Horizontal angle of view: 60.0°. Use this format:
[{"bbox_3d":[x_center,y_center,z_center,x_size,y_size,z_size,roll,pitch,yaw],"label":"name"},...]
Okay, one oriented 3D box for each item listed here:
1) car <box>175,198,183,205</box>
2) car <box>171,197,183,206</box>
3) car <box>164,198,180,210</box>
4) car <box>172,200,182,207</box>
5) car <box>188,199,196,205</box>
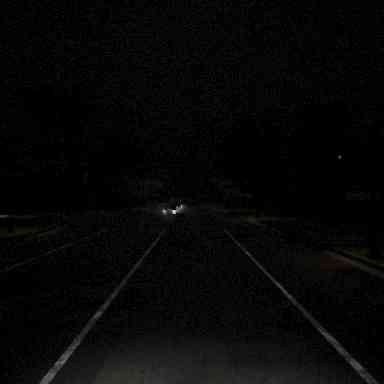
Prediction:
[{"bbox_3d":[-3.491,2.545,89.946,2.097,1.767,4.553,0,-1,0],"label":"car"},{"bbox_3d":[-3.495,2.112,66.728,2.150,2.045,5.566,0,-1,0],"label":"car"},{"bbox_3d":[-3.579,2.223,55.861,1.882,1.535,5.008,0,-1,0],"label":"car"},{"bbox_3d":[-3.492,2.555,77.186,2.128,1.511,4.902,0,-1,0],"label":"car"},{"bbox_3d":[0.008,2.624,85.913,1.882,1.535,5.008,0,-1,0],"label":"car"}]
